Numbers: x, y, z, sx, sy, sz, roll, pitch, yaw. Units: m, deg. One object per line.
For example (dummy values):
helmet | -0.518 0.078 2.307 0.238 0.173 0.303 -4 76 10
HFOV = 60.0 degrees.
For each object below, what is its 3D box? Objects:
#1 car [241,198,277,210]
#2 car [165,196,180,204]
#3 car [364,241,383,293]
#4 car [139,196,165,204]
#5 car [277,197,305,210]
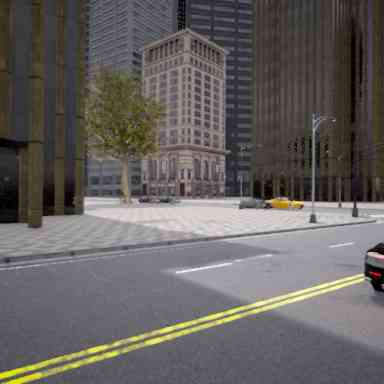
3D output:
car | 7.950 1.509 41.514 1.994 1.385 4.181 1 0 -39
car | -4.114 1.464 60.388 2.128 1.511 4.902 1 -1 -42
car | 5.865 1.490 7.615 4.902 1.511 2.128 0 0 -35
car | -7.577 1.433 59.364 2.128 1.511 4.902 1 -1 -43
car | 11.772 1.454 41.970 1.882 1.535 5.008 1 0 -39
